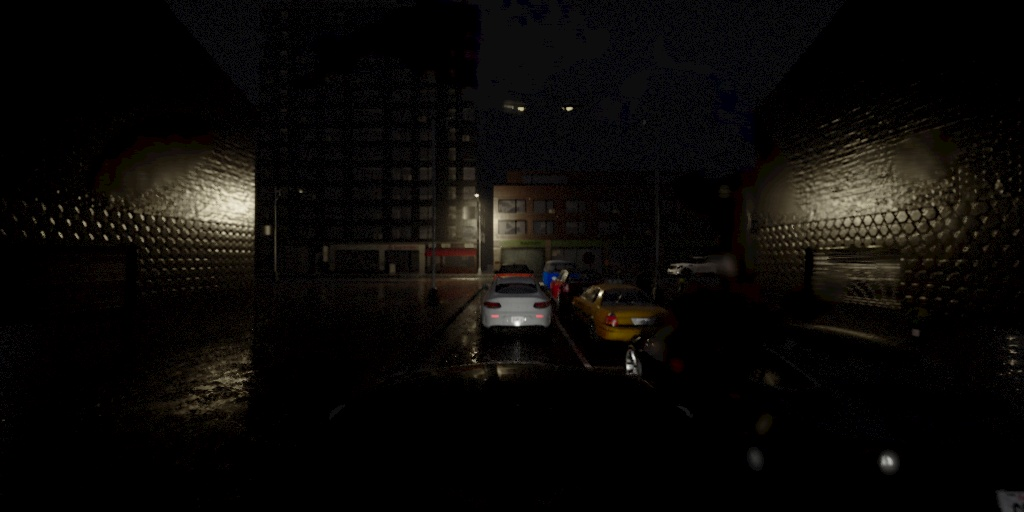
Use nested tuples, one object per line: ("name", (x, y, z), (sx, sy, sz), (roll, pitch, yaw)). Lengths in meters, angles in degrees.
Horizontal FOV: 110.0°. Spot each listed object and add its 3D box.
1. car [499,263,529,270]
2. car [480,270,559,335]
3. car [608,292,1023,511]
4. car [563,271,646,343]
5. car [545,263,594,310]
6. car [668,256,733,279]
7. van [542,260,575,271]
("car", (0.106, 1.153, 18.944), (2.097, 1.767, 4.553), (0, 0, 0))
("car", (0.084, 1.300, 10.546), (1.812, 1.442, 4.674), (0, 0, -1))
("car", (2.641, 1.321, 3.897), (1.948, 1.339, 4.313), (0, 0, 0))
("car", (2.651, 1.296, 9.541), (1.751, 1.417, 4.829), (0, 0, 0))
("car", (2.660, 1.228, 14.845), (1.967, 1.591, 4.097), (0, 0, 0))
("car", (17.672, 1.050, 33.686), (5.566, 2.045, 2.150), (0, -1, 0))
("van", (2.669, 1.146, 20.319), (1.690, 1.789, 3.998), (0, 0, 0))
